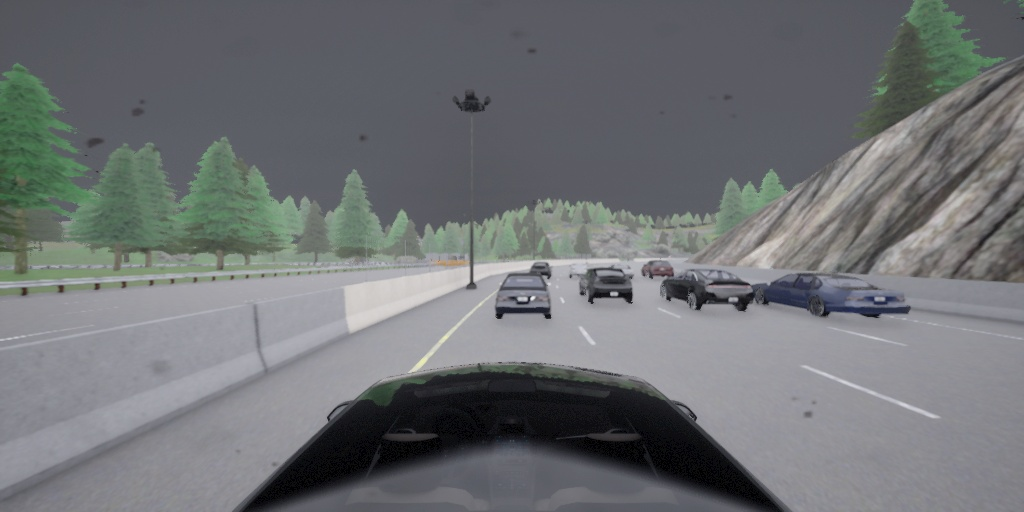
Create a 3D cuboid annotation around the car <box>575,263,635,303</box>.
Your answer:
[{"bbox_3d":[4.249,1.274,16.705,1.837,1.490,4.892,0,0,4],"label":"car"}]

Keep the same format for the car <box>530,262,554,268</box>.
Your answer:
[{"bbox_3d":[2.756,1.292,33.392,1.837,1.490,4.892,0,0,9],"label":"car"}]

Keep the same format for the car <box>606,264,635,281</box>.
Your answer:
[{"bbox_3d":[9.588,1.390,31.969,1.895,1.301,4.718,0,0,9],"label":"car"}]

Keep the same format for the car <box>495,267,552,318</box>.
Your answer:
[{"bbox_3d":[0.459,1.310,13.013,2.033,1.411,5.357,0,0,3],"label":"car"}]

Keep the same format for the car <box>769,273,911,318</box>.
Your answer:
[{"bbox_3d":[10.973,1.317,13.053,2.033,1.411,5.357,0,0,4],"label":"car"}]

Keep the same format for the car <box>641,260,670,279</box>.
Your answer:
[{"bbox_3d":[13.350,1.145,33.092,2.097,1.767,4.553,0,0,9],"label":"car"}]

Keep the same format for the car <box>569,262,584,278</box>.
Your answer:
[{"bbox_3d":[6.474,1.316,34.500,1.812,1.442,4.674,0,0,9],"label":"car"}]

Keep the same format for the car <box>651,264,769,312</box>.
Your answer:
[{"bbox_3d":[7.595,1.260,14.465,2.128,1.511,4.902,0,0,4],"label":"car"}]
